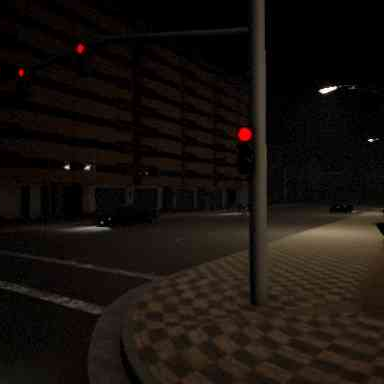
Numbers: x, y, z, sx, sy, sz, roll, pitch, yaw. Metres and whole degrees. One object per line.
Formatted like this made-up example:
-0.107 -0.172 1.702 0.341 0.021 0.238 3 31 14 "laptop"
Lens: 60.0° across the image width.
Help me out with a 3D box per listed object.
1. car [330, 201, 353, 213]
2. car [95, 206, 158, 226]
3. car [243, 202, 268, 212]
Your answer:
17.991 1.781 39.971 1.994 1.385 4.181 -1 -1 35 "car"
-4.890 1.802 25.827 2.033 1.411 5.357 -1 -1 35 "car"
8.558 1.838 44.903 2.128 1.511 4.902 -1 -1 36 "car"
